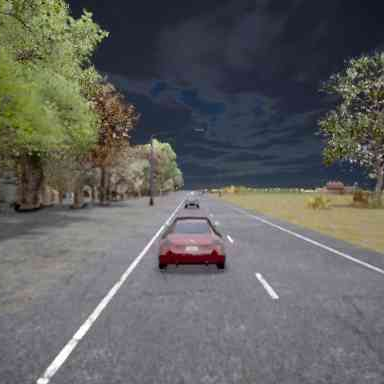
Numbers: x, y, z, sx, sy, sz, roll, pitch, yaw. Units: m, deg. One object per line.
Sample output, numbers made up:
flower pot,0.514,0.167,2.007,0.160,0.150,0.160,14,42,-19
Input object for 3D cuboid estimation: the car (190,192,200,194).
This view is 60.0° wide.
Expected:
car,0.000,1.196,60.140,2.033,1.411,5.357,0,0,0

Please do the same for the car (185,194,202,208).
car,-0.001,1.301,43.564,2.033,1.411,5.357,0,0,0

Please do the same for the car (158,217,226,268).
car,-0.002,1.503,11.071,1.994,1.385,4.181,0,0,0
